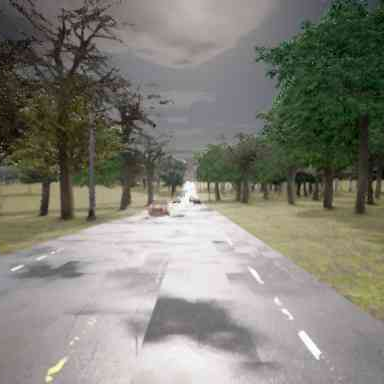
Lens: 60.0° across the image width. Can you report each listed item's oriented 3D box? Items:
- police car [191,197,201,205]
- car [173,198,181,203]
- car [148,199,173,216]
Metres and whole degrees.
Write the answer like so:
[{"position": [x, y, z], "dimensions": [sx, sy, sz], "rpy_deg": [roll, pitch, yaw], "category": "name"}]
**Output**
[{"position": [1.238, 2.305, 81.798], "dimensions": [1.930, 1.638, 5.238], "rpy_deg": [0, -1, 0], "category": "police car"}, {"position": [-3.488, 2.101, 77.646], "dimensions": [1.882, 1.535, 5.008], "rpy_deg": [0, -1, 0], "category": "car"}, {"position": [-3.585, 1.645, 36.687], "dimensions": [2.097, 1.767, 4.553], "rpy_deg": [0, -1, 0], "category": "car"}]
